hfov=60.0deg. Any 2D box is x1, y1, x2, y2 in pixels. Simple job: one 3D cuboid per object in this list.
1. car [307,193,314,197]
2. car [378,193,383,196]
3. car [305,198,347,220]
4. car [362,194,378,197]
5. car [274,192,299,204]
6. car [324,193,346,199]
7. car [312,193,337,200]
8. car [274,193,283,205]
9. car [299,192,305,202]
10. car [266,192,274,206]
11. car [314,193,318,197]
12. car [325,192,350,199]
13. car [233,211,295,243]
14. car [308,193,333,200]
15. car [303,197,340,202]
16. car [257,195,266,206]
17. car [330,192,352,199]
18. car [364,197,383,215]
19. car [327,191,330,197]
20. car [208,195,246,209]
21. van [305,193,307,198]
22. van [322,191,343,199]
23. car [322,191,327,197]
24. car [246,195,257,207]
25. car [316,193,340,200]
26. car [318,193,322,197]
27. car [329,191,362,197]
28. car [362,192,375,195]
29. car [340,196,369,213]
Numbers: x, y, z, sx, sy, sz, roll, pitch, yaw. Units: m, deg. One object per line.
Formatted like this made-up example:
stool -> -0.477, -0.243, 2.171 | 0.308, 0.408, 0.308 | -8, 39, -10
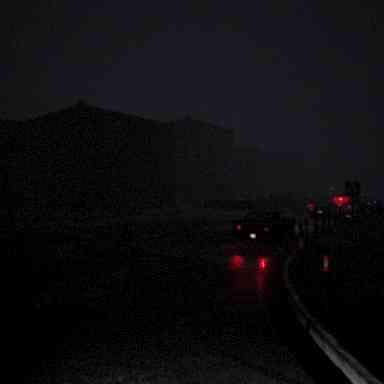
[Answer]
car -> 19.963, 1.138, 63.639 | 5.008, 1.535, 2.097 | 0, 1, 39
car -> 22.244, 1.258, 34.428 | 4.553, 1.767, 2.185 | 0, 0, 39
car -> 11.296, 1.518, 27.919 | 1.994, 1.385, 4.181 | 0, 0, 37
car -> 23.652, 1.389, 43.668 | 1.994, 1.385, 4.181 | 0, 1, 39
car -> 14.727, 0.970, 57.232 | 5.566, 2.045, 2.435 | 0, 1, 39
car -> 35.619, 0.977, 82.889 | 4.674, 1.452, 2.002 | 0, 0, 39
car -> 30.405, 0.996, 76.468 | 4.892, 1.521, 2.231 | 0, 1, 39
car -> 11.268, 1.279, 52.941 | 4.892, 1.521, 2.231 | 0, 1, 39
car -> 16.633, 1.191, 59.239 | 5.366, 1.575, 1.946 | 0, 1, 39
car -> 9.554, 1.176, 50.773 | 4.553, 1.767, 2.185 | 0, 1, 39
car -> 21.682, 0.986, 65.793 | 4.553, 1.767, 2.185 | 0, 1, 39
car -> 37.212, 0.917, 85.147 | 5.366, 1.575, 1.946 | 0, 0, 39
car -> 3.724, 1.603, 16.357 | 1.895, 1.301, 4.718 | 0, 0, 29
car -> 28.667, 1.017, 74.329 | 4.892, 1.521, 2.231 | 0, 1, 39
car -> 14.530, 1.506, 37.130 | 1.895, 1.301, 4.718 | 0, 0, 40
car -> 7.794, 1.363, 48.653 | 4.674, 1.452, 2.002 | 0, 1, 39
car -> 39.099, 0.906, 87.165 | 4.892, 1.521, 2.231 | 0, 0, 39
car -> 18.766, 1.440, 30.252 | 4.792, 1.488, 2.163 | 0, 0, 39
car -> 26.928, 1.039, 72.189 | 4.892, 1.521, 2.231 | 0, 1, 39
car -> 4.335, 1.235, 44.351 | 4.553, 1.767, 2.185 | 0, 0, 39
van -> 18.318, 0.940, 61.420 | 4.442, 1.987, 1.878 | 0, 1, 39
van -> 34.047, 0.729, 80.771 | 4.442, 1.987, 1.878 | 0, 0, 39
car -> 25.208, 0.936, 70.033 | 4.553, 1.767, 2.185 | 0, 1, 39
car -> 6.049, 1.344, 46.519 | 5.008, 1.535, 2.097 | 0, 0, 39
car -> 32.144, 0.975, 78.607 | 4.892, 1.521, 2.231 | 0, 1, 39
car -> 23.420, 0.961, 67.933 | 4.553, 1.767, 2.185 | 0, 1, 39
car -> 20.851, 1.050, 44.934 | 2.150, 2.045, 5.566 | 0, 1, 39
car -> 26.953, 1.229, 52.475 | 1.837, 1.490, 4.892 | 0, 1, 39
car -> 17.390, 1.470, 35.885 | 1.994, 1.385, 4.181 | 0, 0, 39
